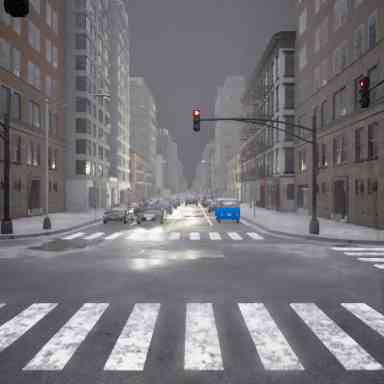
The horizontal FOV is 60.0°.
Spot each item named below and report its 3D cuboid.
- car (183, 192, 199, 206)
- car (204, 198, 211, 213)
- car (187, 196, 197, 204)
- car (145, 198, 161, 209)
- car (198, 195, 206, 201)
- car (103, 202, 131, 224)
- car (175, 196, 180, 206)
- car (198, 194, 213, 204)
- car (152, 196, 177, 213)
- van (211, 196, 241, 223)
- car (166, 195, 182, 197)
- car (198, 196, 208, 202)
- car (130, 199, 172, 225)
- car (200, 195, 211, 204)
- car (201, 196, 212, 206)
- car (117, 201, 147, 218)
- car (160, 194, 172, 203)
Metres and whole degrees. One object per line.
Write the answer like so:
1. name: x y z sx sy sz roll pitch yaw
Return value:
1. car: -0.080 1.364 55.024 2.097 1.767 4.553 0 0 0
2. car: 2.584 1.595 36.291 1.802 1.307 4.206 0 0 0
3. car: -0.094 1.486 65.056 1.882 1.535 5.008 0 0 0
4. car: -5.457 1.539 47.466 1.752 1.417 4.829 0 0 0
5. car: 2.512 1.567 87.423 1.947 1.339 4.313 0 0 0
6. car: -5.425 1.560 24.909 2.008 1.369 4.403 0 0 0
7. car: -2.909 1.578 43.129 1.994 1.385 4.181 0 0 0
8. car: 2.561 1.327 53.335 2.192 1.841 5.009 0 0 0
9. car: -2.900 1.490 33.903 1.882 1.535 5.008 0 0 0
10. van: 2.600 1.350 24.929 1.690 1.788 3.998 0 0 0
11. car: -2.883 1.576 53.151 1.994 1.385 4.181 0 0 1
12. car: 2.528 1.556 76.060 2.008 1.369 4.403 0 0 0
13. car: -2.873 1.501 24.460 2.128 1.511 4.902 0 0 -1
14. car: 2.544 1.449 64.698 1.967 1.590 4.097 0 0 0
15. car: 2.568 1.596 47.654 1.802 1.307 4.206 0 0 0
16. car: -5.433 1.556 30.590 1.887 1.381 4.507 0 0 0
17. car: -5.489 1.322 70.363 2.192 1.841 5.009 0 0 0
